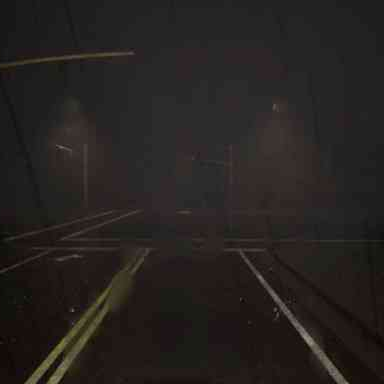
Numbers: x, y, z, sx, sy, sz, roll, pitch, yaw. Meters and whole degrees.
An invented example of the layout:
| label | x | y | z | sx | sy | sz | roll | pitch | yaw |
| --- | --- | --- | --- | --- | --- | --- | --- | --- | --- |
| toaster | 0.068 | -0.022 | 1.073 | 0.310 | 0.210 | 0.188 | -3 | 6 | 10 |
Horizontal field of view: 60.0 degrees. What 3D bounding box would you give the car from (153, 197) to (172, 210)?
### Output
| label | x | y | z | sx | sy | sz | roll | pitch | yaw |
| --- | --- | --- | --- | --- | --- | --- | --- | --- | --- |
| car | -3.497 | 1.395 | 40.181 | 1.812 | 1.442 | 4.674 | 0 | 1 | 0 |
